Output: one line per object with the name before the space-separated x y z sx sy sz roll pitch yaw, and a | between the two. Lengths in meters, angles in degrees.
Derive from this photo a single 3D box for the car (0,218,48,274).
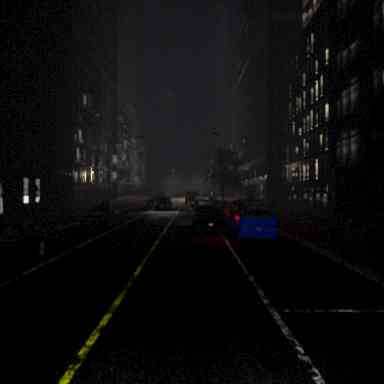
car | -5.691 1.494 9.585 2.008 1.369 4.403 0 0 0

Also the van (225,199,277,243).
van | 2.689 1.251 15.275 1.690 1.788 3.998 0 0 0

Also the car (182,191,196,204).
car | -0.005 0.897 54.083 2.150 2.045 5.566 0 0 0

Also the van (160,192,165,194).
van | -5.695 0.971 60.816 1.690 1.788 3.998 0 0 0

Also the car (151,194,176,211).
car | -3.097 1.286 37.237 1.837 1.490 4.892 0 0 0

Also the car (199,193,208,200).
car | 2.684 0.943 77.890 1.967 1.590 4.097 0 0 0

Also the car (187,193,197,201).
car | -0.006 1.034 69.055 1.837 1.490 4.892 0 0 0

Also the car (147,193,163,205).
car | -5.695 1.257 49.432 2.008 1.369 4.403 0 0 0

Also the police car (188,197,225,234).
police car | 0.898 1.317 18.404 1.930 1.638 5.238 0 0 0

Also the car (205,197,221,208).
car | 2.686 1.324 43.737 1.802 1.307 4.206 0 0 0

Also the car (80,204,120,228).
car | -5.693 1.458 20.970 1.802 1.307 4.206 0 0 0

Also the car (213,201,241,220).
car | 2.688 1.425 26.660 1.802 1.307 4.206 0 0 0

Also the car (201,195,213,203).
car | 2.685 1.181 60.814 2.008 1.369 4.403 0 0 0

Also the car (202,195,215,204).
car | 2.686 1.220 55.122 2.008 1.369 4.403 0 0 0

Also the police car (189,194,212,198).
police car | 0.897 1.258 28.403 1.930 1.638 5.238 0 0 0

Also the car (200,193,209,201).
car | 2.685 0.986 72.198 1.967 1.590 4.097 0 0 0

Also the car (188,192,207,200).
car | 0.896 1.149 34.264 2.097 1.767 4.553 0 0 0

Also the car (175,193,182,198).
car | -3.008 0.860 78.770 1.882 1.535 5.008 0 0 0
